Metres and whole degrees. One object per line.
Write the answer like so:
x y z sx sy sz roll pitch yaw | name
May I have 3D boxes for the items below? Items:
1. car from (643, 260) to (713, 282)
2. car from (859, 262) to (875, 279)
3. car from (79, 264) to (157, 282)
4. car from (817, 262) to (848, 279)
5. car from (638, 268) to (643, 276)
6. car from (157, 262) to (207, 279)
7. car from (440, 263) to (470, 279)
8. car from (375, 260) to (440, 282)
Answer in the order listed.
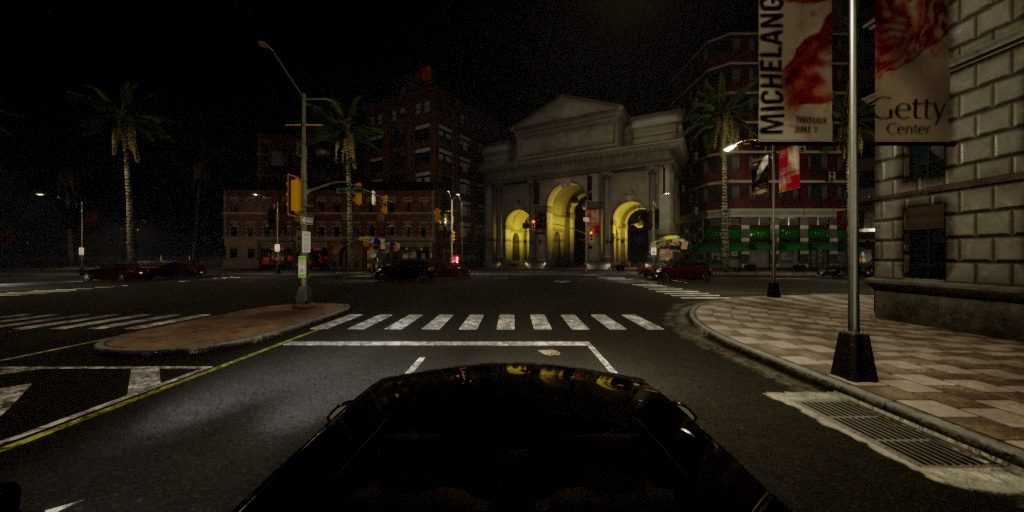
13.174 1.101 28.323 4.553 1.767 2.097 0 0 0 | car
30.810 0.971 28.172 5.566 2.045 2.150 0 0 1 | car
-31.598 1.314 28.612 4.181 1.385 1.994 0 0 0 | car
29.832 1.241 31.640 4.902 1.511 2.128 0 0 2 | car
13.784 1.351 31.824 4.718 1.301 1.895 0 0 0 | car
-30.069 1.276 32.102 4.674 1.442 1.812 0 0 0 | car
-5.811 1.314 31.950 4.181 1.385 1.994 0 0 0 | car
-8.396 1.101 28.467 4.553 1.767 2.097 0 0 0 | car
